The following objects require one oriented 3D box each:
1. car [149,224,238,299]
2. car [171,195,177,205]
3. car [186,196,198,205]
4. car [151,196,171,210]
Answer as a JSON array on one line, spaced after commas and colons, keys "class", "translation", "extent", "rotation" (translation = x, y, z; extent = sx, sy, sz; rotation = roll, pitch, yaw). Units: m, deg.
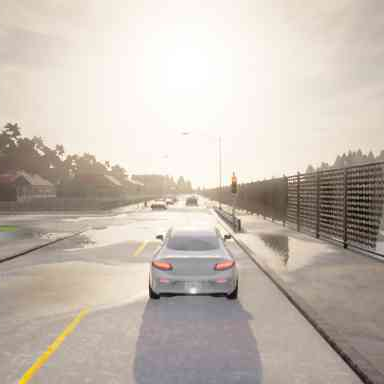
[{"class": "car", "translation": [0.036, 1.526, 8.307], "extent": [1.812, 1.442, 4.674], "rotation": [0, 0, 0]}, {"class": "car", "translation": [-4.213, 1.546, 57.659], "extent": [2.033, 1.411, 5.357], "rotation": [0, 0, 0]}, {"class": "car", "translation": [-0.031, 1.477, 59.719], "extent": [1.882, 1.535, 5.008], "rotation": [0, 0, 0]}, {"class": "car", "translation": [-4.194, 1.547, 43.002], "extent": [2.033, 1.411, 5.357], "rotation": [0, 0, 0]}]
